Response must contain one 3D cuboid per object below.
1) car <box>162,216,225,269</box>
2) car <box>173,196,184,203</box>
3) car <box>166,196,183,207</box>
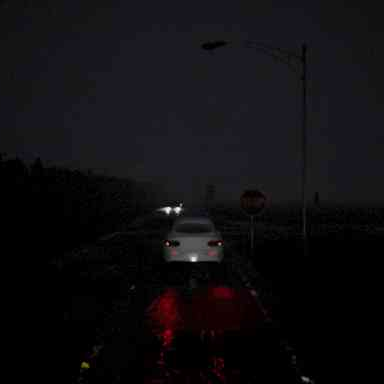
[{"bbox_3d":[0.060,1.524,11.085,1.812,1.442,4.674,0,0,0],"label":"car"},{"bbox_3d":[-2.764,1.521,67.164,1.994,1.385,4.181,0,0,0],"label":"car"},{"bbox_3d":[-2.833,1.579,50.706,1.895,1.301,4.718,0,0,0],"label":"car"}]
